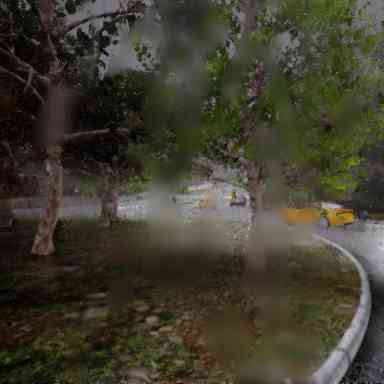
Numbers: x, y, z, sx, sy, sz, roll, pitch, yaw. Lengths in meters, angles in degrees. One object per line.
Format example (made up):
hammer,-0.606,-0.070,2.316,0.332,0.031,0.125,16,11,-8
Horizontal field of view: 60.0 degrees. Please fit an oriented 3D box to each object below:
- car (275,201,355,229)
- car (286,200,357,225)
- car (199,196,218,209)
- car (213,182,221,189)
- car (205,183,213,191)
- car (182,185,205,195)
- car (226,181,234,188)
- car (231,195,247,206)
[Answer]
car,7.494,1.347,20.776,1.882,1.535,5.008,-1,1,-34
car,9.177,1.372,23.960,1.812,1.442,4.674,-1,0,-29
car,2.052,1.175,40.271,1.882,1.535,5.008,-1,2,9
car,4.808,-1.556,83.134,2.435,2.045,5.566,0,4,23
car,2.504,-0.925,77.833,1.946,1.575,5.366,0,4,23
car,0.309,-0.560,72.776,1.946,1.575,5.366,0,4,23
car,9.199,-2.004,93.263,2.163,1.488,4.792,0,4,24
car,6.342,1.046,44.752,1.994,1.385,4.181,0,3,13
